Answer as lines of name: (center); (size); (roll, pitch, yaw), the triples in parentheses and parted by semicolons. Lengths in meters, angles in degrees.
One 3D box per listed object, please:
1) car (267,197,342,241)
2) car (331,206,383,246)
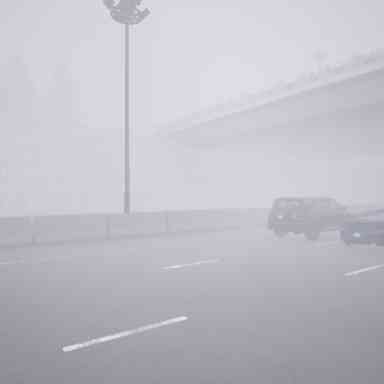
car: (6.261, 1.255, 16.933); (5.566, 2.045, 2.150); (0, 0, -35)
car: (8.269, 1.482, 14.066); (5.008, 1.535, 1.882); (0, 0, -35)
